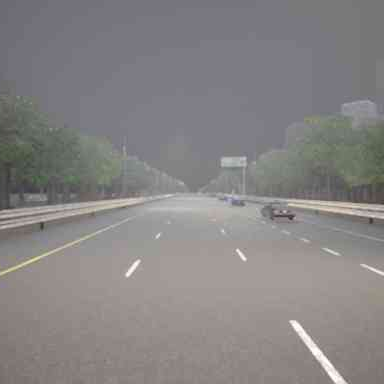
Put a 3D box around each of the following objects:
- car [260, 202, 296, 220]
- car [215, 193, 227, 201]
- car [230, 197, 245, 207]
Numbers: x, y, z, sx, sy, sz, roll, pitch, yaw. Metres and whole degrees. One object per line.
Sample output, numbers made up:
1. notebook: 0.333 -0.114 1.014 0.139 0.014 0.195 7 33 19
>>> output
1. car: 7.046 1.552 27.736 2.033 1.411 5.357 0 0 0
2. car: 7.372 1.342 81.406 2.097 1.767 4.553 0 0 0
3. car: 7.162 1.501 52.987 1.882 1.535 5.008 0 0 0
